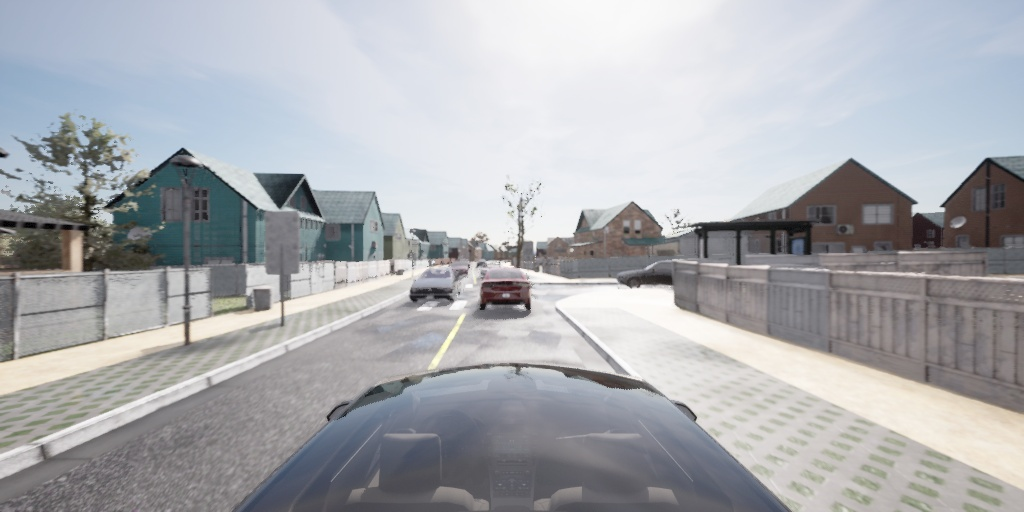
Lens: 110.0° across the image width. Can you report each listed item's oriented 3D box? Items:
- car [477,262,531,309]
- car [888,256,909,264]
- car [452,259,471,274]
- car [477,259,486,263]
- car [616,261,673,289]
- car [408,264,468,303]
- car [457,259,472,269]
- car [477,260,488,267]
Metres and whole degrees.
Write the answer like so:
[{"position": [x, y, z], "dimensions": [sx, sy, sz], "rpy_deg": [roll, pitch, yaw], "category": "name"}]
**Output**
[{"position": [-0.323, 1.196, 14.787], "dimensions": [1.882, 1.535, 5.008], "rpy_deg": [0, 0, -3], "category": "car"}, {"position": [17.833, 0.726, 16.685], "dimensions": [4.674, 1.442, 1.812], "rpy_deg": [-1, 0, 14], "category": "car"}, {"position": [-5.147, 1.228, 34.829], "dimensions": [1.812, 1.442, 4.674], "rpy_deg": [0, 0, -7], "category": "car"}, {"position": [-5.138, 1.267, 61.924], "dimensions": [1.812, 1.442, 4.674], "rpy_deg": [0, 0, -4], "category": "car"}, {"position": [7.911, 0.968, 18.930], "dimensions": [4.674, 1.442, 1.812], "rpy_deg": [-2, 0, 10], "category": "car"}, {"position": [-3.421, 1.267, 16.931], "dimensions": [2.033, 1.411, 5.357], "rpy_deg": [0, 0, -3], "category": "car"}, {"position": [-7.480, 1.227, 56.530], "dimensions": [2.128, 1.511, 4.902], "rpy_deg": [0, 0, -5], "category": "car"}, {"position": [-1.898, 1.294, 32.399], "dimensions": [1.895, 1.301, 4.718], "rpy_deg": [0, 0, -7], "category": "car"}]
